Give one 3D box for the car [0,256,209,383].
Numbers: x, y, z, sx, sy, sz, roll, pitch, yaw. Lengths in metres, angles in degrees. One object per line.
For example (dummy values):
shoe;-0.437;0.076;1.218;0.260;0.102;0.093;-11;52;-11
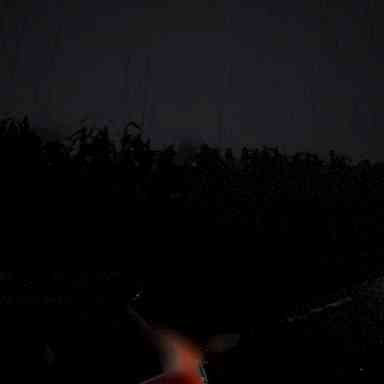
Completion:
car;-2.038;1.352;1.617;4.553;1.767;2.097;0;0;-35
